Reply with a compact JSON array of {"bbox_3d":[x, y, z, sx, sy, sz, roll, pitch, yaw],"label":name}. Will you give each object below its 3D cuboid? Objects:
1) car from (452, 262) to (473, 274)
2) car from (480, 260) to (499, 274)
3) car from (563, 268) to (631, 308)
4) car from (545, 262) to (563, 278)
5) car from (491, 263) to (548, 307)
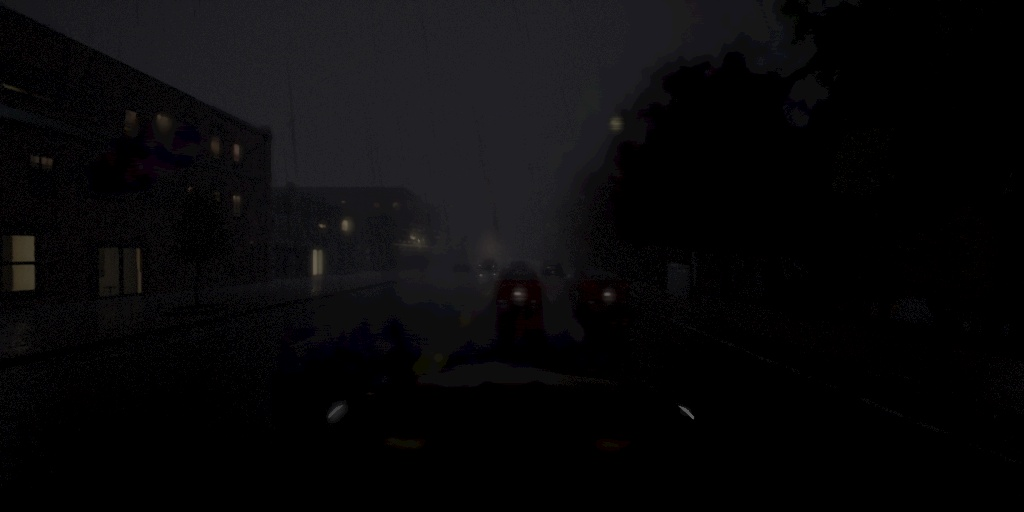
[{"bbox_3d":[-5.787,1.432,42.598,1.994,1.385,4.181,0,0,1],"label":"car"},{"bbox_3d":[-2.542,1.221,42.298,2.097,1.767,4.553,0,0,1],"label":"car"},{"bbox_3d":[3.585,1.271,15.478,1.882,1.535,5.008,0,0,1],"label":"car"},{"bbox_3d":[4.002,1.343,35.232,2.128,1.511,4.902,0,0,1],"label":"car"},{"bbox_3d":[0.337,1.269,15.664,1.882,1.535,5.008,0,0,1],"label":"car"}]
